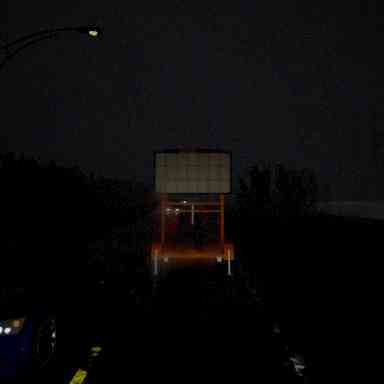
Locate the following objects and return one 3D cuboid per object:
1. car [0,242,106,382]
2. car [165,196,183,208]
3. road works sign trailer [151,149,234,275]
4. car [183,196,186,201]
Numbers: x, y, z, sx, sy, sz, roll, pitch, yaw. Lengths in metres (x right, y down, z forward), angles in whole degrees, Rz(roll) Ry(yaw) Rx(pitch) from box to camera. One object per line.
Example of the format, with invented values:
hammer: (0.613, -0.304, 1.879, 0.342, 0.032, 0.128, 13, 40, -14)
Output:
car: (-2.840, 1.567, 5.516, 1.994, 1.385, 4.181, 0, 0, 0)
car: (-2.747, 1.636, 48.167, 1.994, 1.385, 4.181, 0, 0, 0)
road works sign trailer: (0.022, 0.471, 10.427, 2.380, 3.560, 2.880, 0, 0, 0)
car: (-2.572, 1.745, 86.457, 1.812, 1.442, 4.674, 0, 0, 0)
